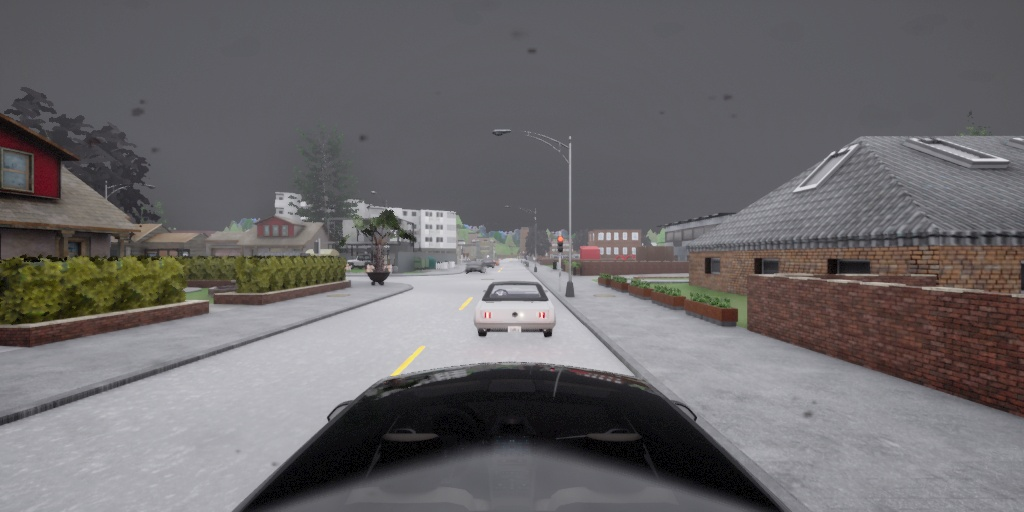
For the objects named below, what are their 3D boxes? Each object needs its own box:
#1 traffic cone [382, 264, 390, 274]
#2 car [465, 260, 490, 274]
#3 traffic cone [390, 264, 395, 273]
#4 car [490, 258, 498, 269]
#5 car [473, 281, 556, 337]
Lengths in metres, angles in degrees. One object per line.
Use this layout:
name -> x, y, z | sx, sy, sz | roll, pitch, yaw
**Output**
traffic cone -> -15.516, 1.561, 44.187 | 0.344, 0.586, 0.344 | 0, 0, 0
car -> -3.969, 1.255, 40.239 | 1.837, 1.490, 4.892 | 0, 0, 3
traffic cone -> -15.152, 1.558, 44.755 | 0.344, 0.586, 0.344 | 0, 0, 0
car -> -3.780, 1.297, 57.530 | 2.033, 1.411, 5.357 | 0, 0, 0
car -> 0.098, 1.351, 10.234 | 1.895, 1.301, 4.718 | 0, 0, 1
